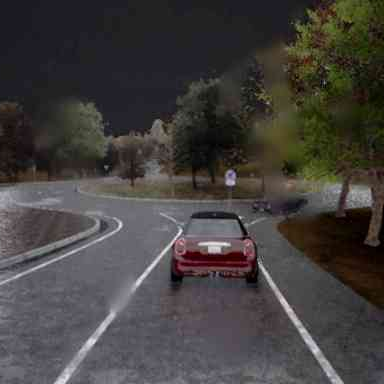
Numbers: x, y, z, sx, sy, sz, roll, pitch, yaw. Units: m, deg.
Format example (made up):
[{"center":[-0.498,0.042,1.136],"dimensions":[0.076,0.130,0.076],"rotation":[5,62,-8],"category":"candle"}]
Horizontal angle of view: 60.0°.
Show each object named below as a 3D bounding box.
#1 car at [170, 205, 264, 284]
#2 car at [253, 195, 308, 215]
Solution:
[{"center":[0.640,1.320,9.732],"dimensions":[2.097,1.767,4.553],"rotation":[0,0,3],"category":"car"},{"center":[6.829,0.871,25.368],"dimensions":[4.718,1.301,1.895],"rotation":[-6,8,-39],"category":"car"}]
